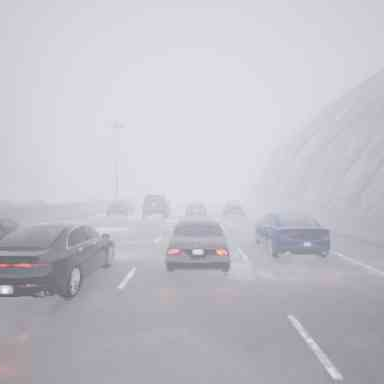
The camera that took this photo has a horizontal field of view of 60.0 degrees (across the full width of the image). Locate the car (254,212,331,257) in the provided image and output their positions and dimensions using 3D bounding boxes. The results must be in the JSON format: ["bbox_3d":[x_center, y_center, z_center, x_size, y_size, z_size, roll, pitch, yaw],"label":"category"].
[{"bbox_3d":[3.705,1.504,13.070,1.882,1.535,5.008,0,0,1],"label":"car"}]

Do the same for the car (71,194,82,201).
[{"bbox_3d":[-26.747,1.282,77.881,2.128,1.511,4.902,0,0,3],"label":"car"}]

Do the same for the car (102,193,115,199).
[{"bbox_3d":[-19.642,1.169,78.983,2.150,2.045,5.566,0,0,5],"label":"car"}]

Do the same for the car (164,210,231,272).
[{"bbox_3d":[0.180,1.559,10.859,2.033,1.411,5.357,0,0,1],"label":"car"}]

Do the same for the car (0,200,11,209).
[{"bbox_3d":[-20.741,1.523,36.725,1.994,1.385,4.181,0,0,1],"label":"car"}]

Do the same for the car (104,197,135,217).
[{"bbox_3d":[-6.612,1.511,31.039,1.837,1.490,4.892,0,0,1],"label":"car"}]

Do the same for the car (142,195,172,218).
[{"bbox_3d":[-3.120,1.240,30.008,2.150,2.045,5.566,0,0,1],"label":"car"}]

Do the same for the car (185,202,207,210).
[{"bbox_3d":[0.392,1.596,31.442,1.994,1.385,4.181,0,0,1],"label":"car"}]

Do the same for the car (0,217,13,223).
[{"bbox_3d":[-6.821,1.533,10.913,2.033,1.411,5.357,0,0,1],"label":"car"}]

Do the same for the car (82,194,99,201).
[{"bbox_3d":[-23.258,1.296,77.603,1.812,1.442,4.674,0,0,3],"label":"car"}]

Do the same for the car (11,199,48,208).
[{"bbox_3d":[-17.248,1.497,36.205,1.812,1.442,4.674,0,0,1],"label":"car"}]

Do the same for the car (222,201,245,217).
[{"bbox_3d":[3.888,1.572,31.906,1.812,1.442,4.674,0,0,0],"label":"car"}]

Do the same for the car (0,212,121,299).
[{"bbox_3d":[-3.357,1.503,8.456,1.837,1.490,4.892,0,1,1],"label":"car"}]
